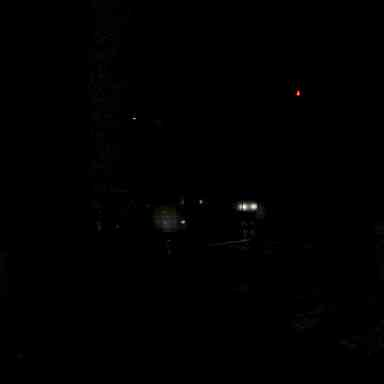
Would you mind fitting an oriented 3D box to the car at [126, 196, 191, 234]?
[{"bbox_3d":[-2.086,1.299,20.395,2.150,2.045,5.566,0,0,-36],"label":"car"}]

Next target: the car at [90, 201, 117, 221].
[{"bbox_3d":[-8.175,1.600,28.919,1.882,1.535,5.008,0,0,-35],"label":"car"}]
